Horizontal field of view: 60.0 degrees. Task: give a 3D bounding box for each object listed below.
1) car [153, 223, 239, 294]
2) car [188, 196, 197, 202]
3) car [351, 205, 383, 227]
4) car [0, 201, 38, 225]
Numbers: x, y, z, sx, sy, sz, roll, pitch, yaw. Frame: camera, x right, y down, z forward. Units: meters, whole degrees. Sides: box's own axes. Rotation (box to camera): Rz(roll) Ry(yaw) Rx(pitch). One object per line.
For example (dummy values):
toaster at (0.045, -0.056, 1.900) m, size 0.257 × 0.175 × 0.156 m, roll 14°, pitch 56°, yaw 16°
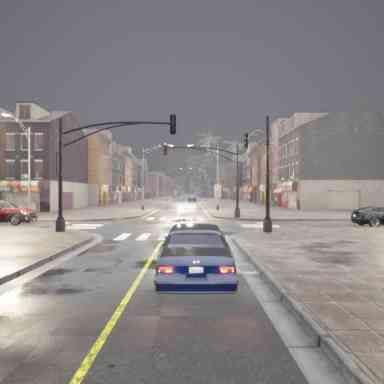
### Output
car at (0.082, 1.549, 8.920) m, size 2.033 × 1.411 × 5.357 m, roll 0°, pitch 0°, yaw 0°
car at (0.019, 1.550, 75.854) m, size 1.882 × 1.535 × 5.008 m, roll 0°, pitch 0°, yaw 0°
car at (12.356, 1.522, 21.035) m, size 4.313 × 1.339 × 1.947 m, roll 0°, pitch 0°, yaw 0°
car at (-13.466, 1.397, 23.641) m, size 4.553 × 1.767 × 2.097 m, roll 0°, pitch 0°, yaw -1°
